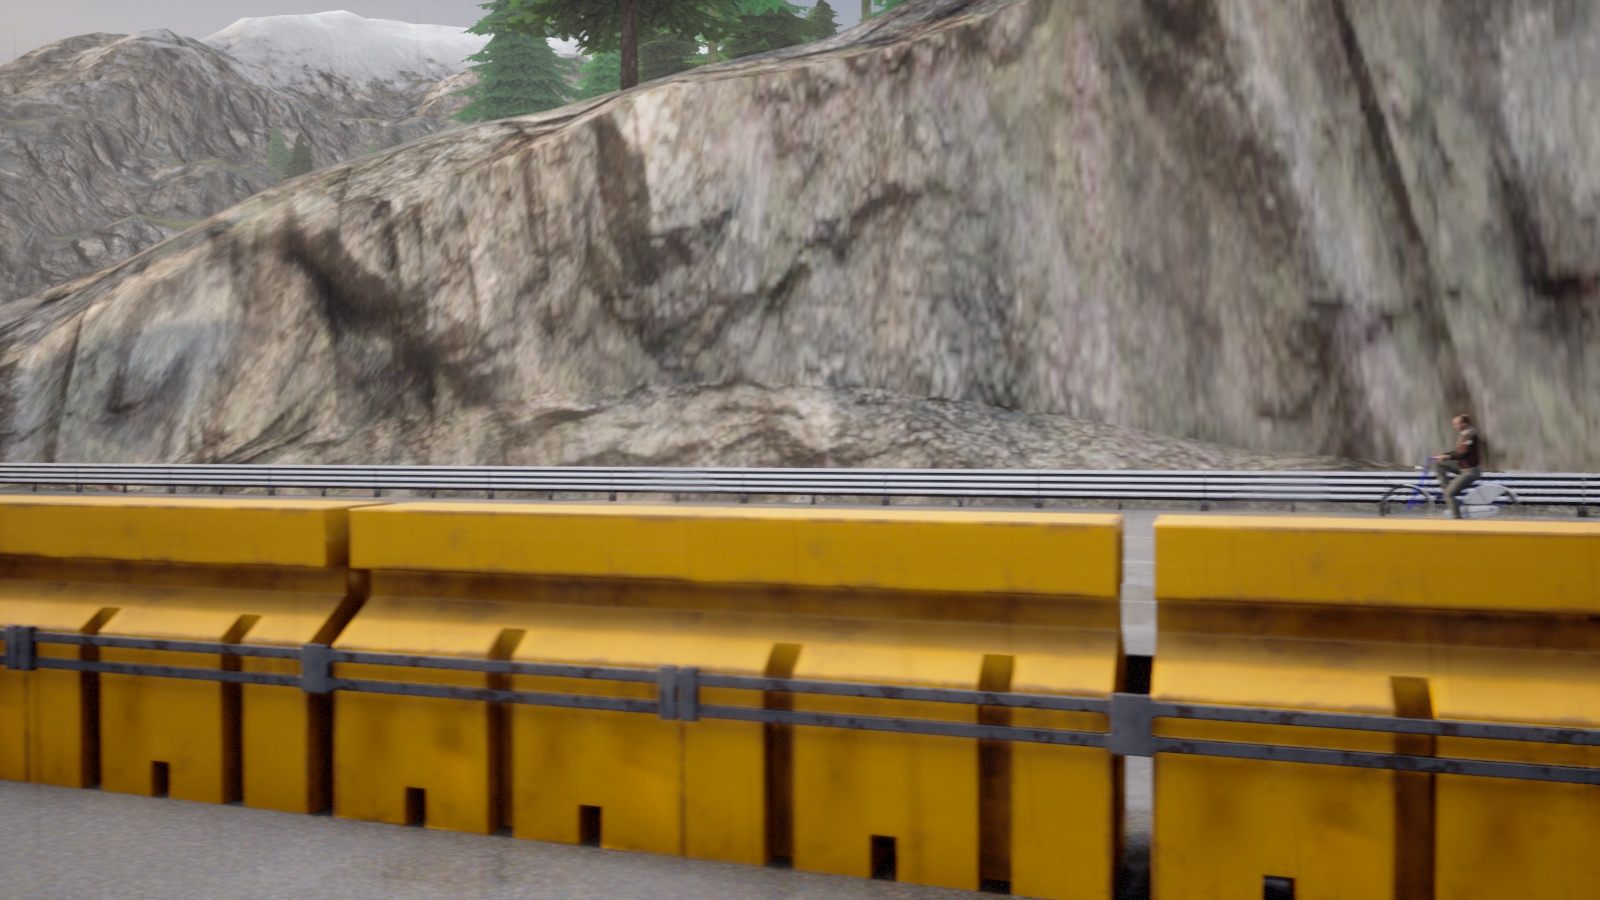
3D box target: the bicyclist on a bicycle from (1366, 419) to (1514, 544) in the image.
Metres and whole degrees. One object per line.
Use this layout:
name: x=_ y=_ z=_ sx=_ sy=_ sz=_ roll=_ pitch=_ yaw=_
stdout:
bicyclist on a bicycle: x=9.387 y=0.436 z=18.496 sx=1.843 sy=1.776 sz=0.659 roll=1 pitch=1 yaw=19
